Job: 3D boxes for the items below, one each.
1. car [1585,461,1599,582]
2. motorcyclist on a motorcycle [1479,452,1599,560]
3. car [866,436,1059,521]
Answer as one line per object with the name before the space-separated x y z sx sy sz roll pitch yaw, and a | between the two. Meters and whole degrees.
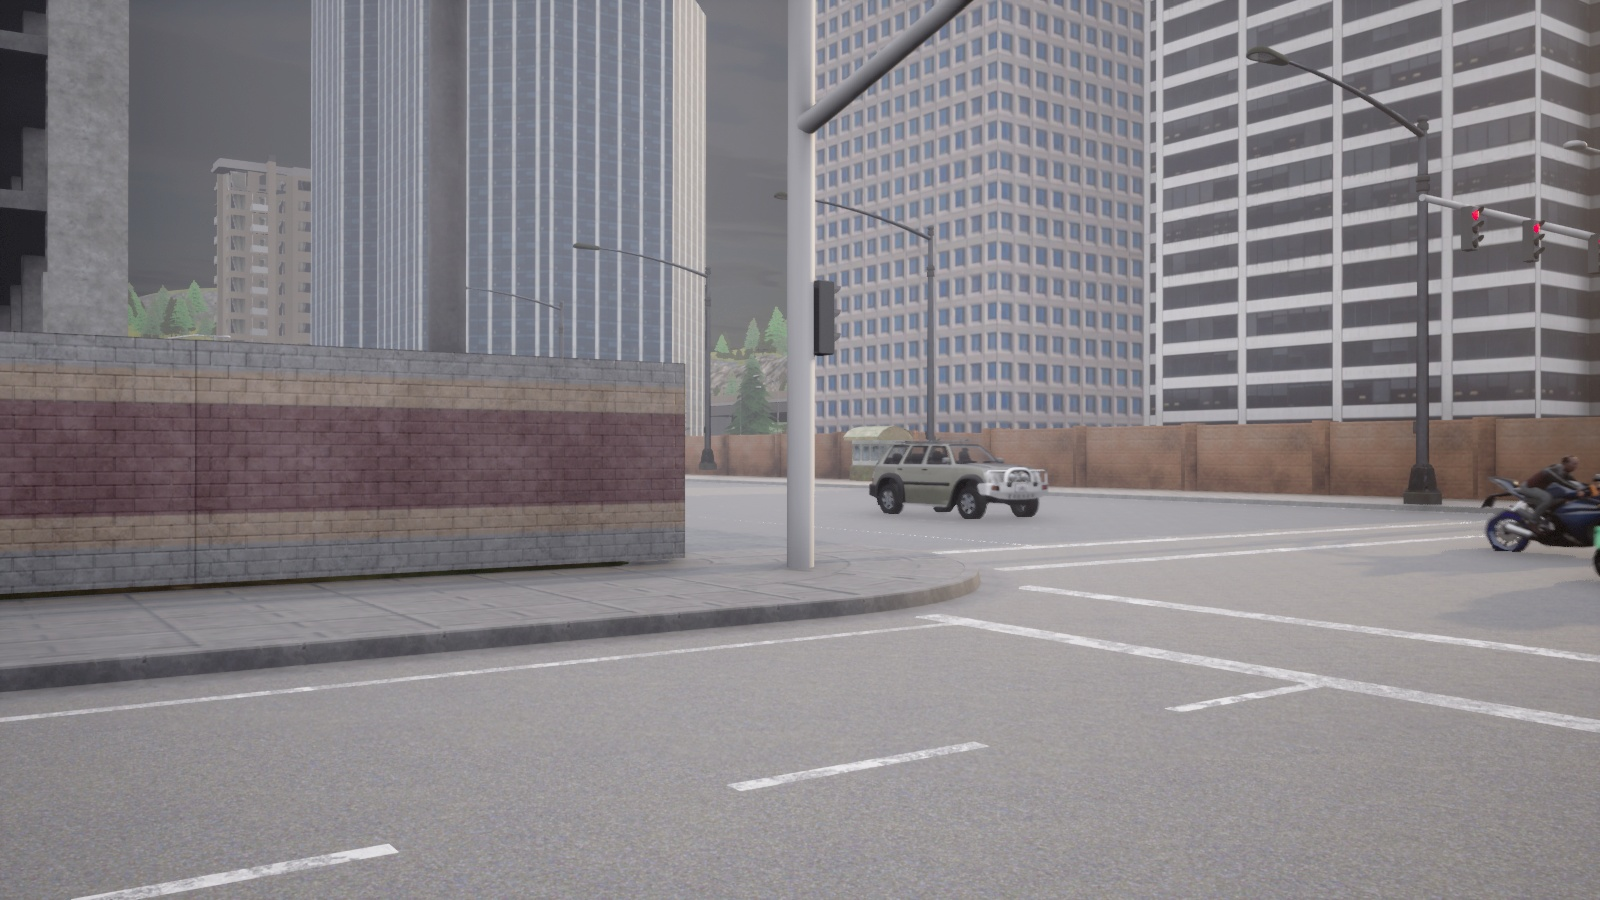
car | 10.277 0.812 13.956 1.481 1.376 2.207 0 -1 -35
motorcyclist on a motorcycle | 11.362 0.801 18.553 0.866 1.530 2.191 0 0 -35
car | 3.729 0.626 29.647 1.932 1.855 4.605 0 0 -35
